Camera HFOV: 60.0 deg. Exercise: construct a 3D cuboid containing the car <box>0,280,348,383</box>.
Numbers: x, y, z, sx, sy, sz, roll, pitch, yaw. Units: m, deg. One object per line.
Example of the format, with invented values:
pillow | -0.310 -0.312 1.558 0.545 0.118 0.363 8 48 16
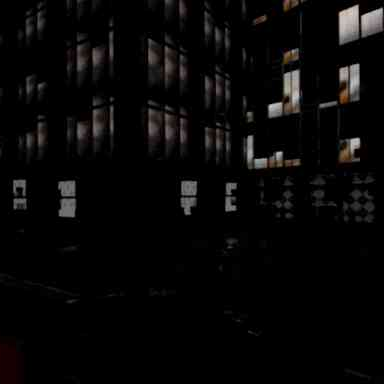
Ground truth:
car | -0.648 1.603 3.337 4.206 1.307 1.802 -1 0 36
